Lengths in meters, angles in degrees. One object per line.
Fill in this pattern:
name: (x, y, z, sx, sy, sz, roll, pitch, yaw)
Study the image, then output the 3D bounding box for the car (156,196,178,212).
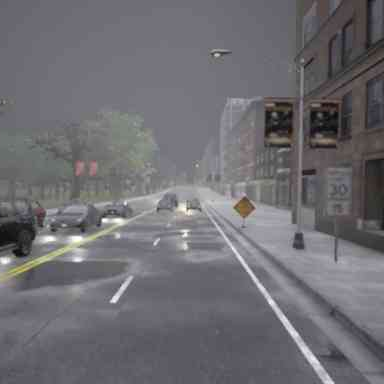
car: (-3.039, 1.511, 38.396, 2.033, 1.411, 5.357, 1, 0, 0)

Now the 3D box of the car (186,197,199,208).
car: (0.146, 1.496, 49.564, 1.837, 1.490, 4.892, 1, 1, 0)

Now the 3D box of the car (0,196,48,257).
car: (-6.558, 1.141, 9.604, 2.150, 2.045, 5.566, 1, 0, 0)

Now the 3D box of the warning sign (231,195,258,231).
warning sign: (2.939, 1.163, 18.793, 1.300, 1.860, 1.060, 2, 1, 0)

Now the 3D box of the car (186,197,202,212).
car: (0.214, 1.556, 38.804, 2.033, 1.411, 5.357, 1, 0, 0)

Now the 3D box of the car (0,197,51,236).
car: (-9.785, 1.222, 18.255, 2.097, 1.767, 4.553, 1, 0, 0)

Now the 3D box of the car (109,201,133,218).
car: (-6.486, 1.482, 29.225, 1.994, 1.385, 4.181, 1, 0, 1)

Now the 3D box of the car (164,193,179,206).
car: (-3.106, 1.168, 49.135, 2.150, 2.045, 5.566, 1, 0, 0)

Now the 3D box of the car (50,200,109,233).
car: (-6.538, 1.441, 19.360, 1.812, 1.442, 4.674, 1, 0, 0)

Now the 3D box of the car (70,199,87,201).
car: (-9.751, 1.364, 28.471, 2.128, 1.511, 4.902, 1, 0, 0)
